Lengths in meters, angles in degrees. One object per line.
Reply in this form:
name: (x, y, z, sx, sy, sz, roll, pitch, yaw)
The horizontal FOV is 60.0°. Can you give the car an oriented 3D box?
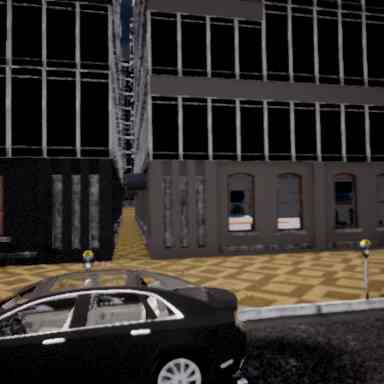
car: (-1.516, 1.730, 4.174, 4.403, 1.369, 2.008, -1, -2, -11)
